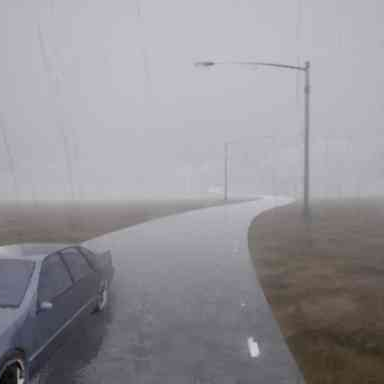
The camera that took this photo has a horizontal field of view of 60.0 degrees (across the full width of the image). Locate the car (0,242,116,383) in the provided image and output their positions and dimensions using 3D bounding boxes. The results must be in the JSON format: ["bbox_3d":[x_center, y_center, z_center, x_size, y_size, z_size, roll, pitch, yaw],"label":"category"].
[{"bbox_3d":[-2.582,1.529,4.870,2.033,1.411,5.357,0,0,2],"label":"car"}]
